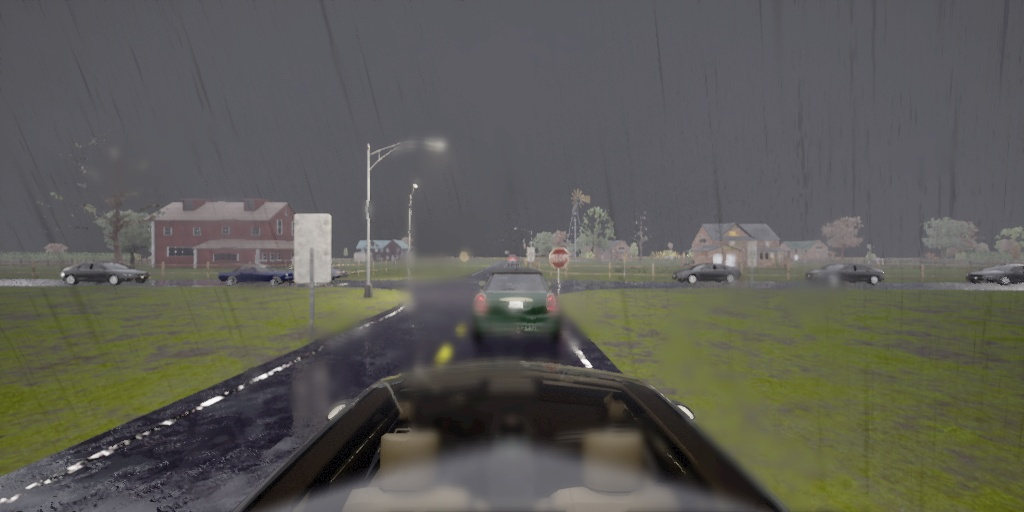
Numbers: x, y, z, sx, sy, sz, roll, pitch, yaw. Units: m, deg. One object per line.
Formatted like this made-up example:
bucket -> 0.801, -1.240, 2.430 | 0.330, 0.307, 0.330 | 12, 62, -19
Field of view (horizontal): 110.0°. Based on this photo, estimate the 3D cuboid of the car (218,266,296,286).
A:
car -> -16.963, 1.309, 24.373 | 4.718, 1.301, 1.895 | 0, 0, 1

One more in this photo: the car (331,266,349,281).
car -> -15.453, 1.253, 27.483 | 5.357, 1.411, 2.033 | 0, 0, -1

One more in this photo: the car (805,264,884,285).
car -> 24.862, 1.350, 26.926 | 4.892, 1.490, 1.837 | 0, 0, 1

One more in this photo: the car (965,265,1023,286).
car -> 37.086, 1.404, 26.795 | 4.892, 1.490, 1.837 | 0, 0, 1

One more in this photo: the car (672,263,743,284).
car -> 14.648, 1.310, 27.026 | 4.892, 1.490, 1.837 | 0, 0, 1

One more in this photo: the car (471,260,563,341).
car -> 0.118, 1.104, 10.010 | 2.097, 1.767, 4.553 | 0, 0, 0

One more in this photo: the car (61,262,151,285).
car -> -27.656, 1.183, 24.485 | 4.892, 1.490, 1.837 | 0, 0, 0
